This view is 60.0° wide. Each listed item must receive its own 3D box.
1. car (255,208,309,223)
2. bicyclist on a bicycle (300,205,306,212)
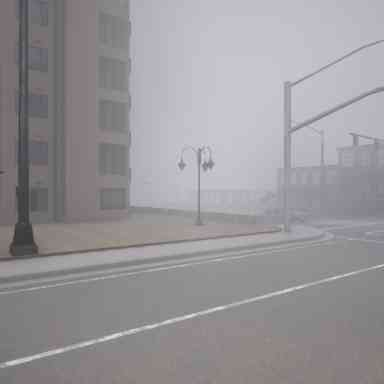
[{"bbox_3d":[7.985,2.096,29.843,1.895,1.301,4.718,0,-4,-36],"label":"car"},{"bbox_3d":[13.605,2.464,40.705,1.656,1.620,0.582,0,-8,-35],"label":"bicyclist on a bicycle"}]
